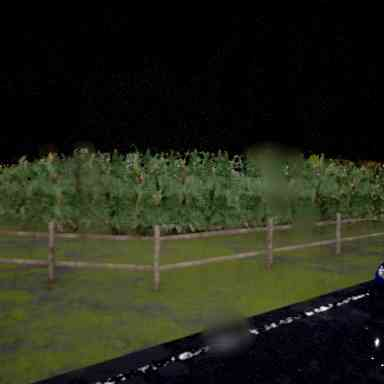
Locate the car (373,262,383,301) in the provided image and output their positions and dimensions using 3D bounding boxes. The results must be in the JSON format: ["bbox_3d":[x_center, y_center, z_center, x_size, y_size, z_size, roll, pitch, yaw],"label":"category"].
[{"bbox_3d":[5.773,1.541,7.105,4.674,1.442,1.812,0,0,-35],"label":"car"}]
